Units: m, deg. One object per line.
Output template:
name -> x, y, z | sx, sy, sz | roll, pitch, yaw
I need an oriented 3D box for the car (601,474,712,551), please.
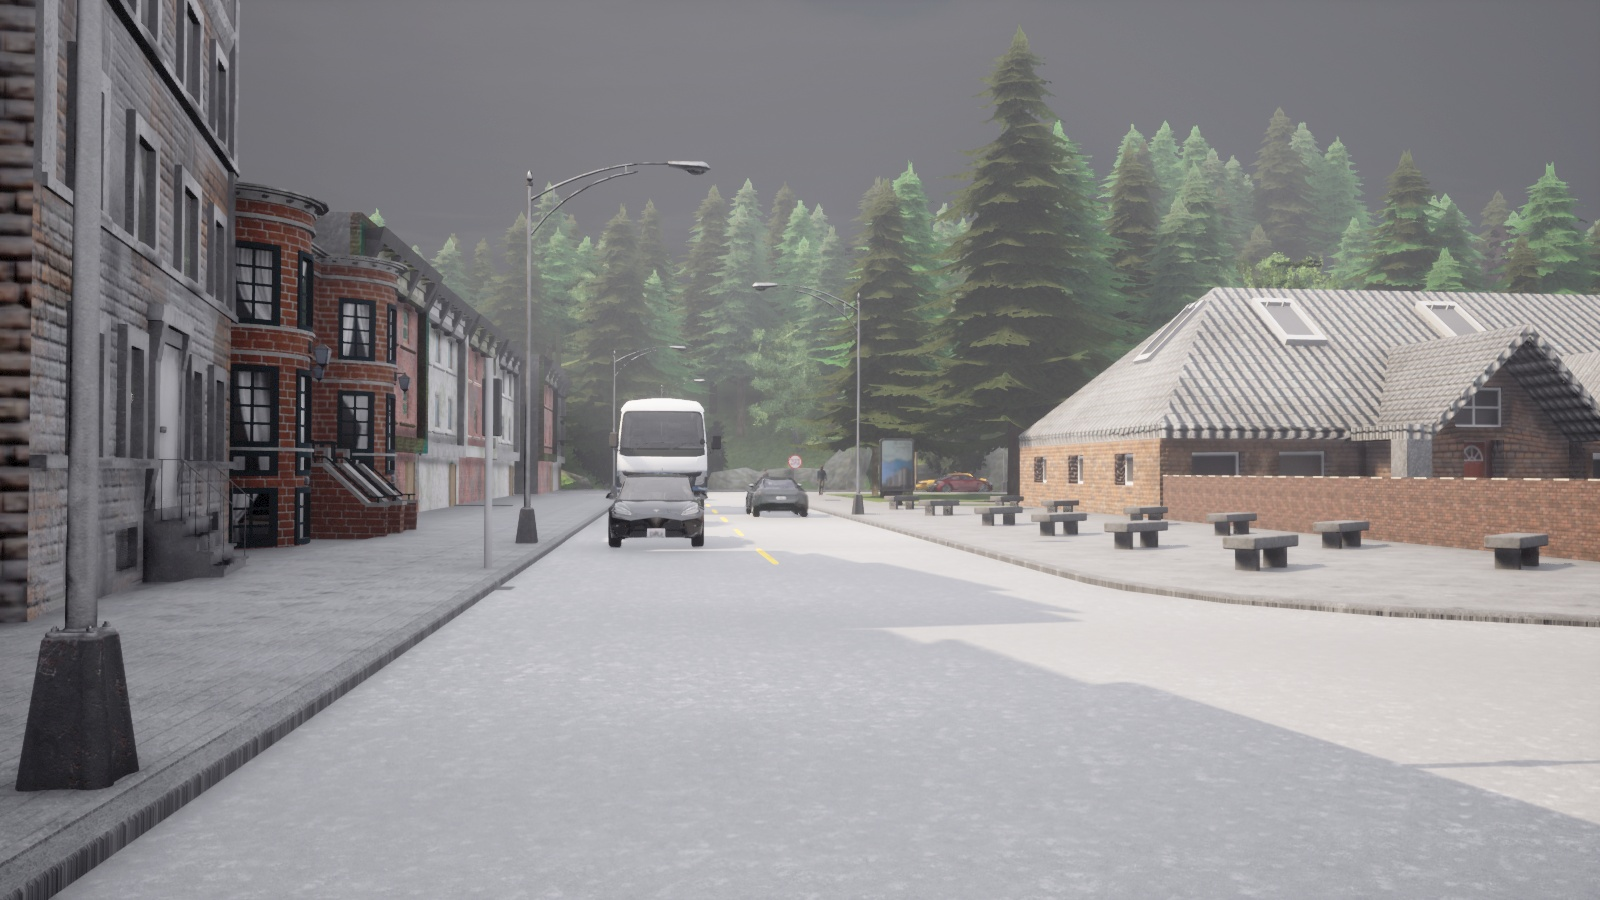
car -> -3.082, 1.282, 27.195 | 2.163, 1.488, 4.792 | 0, -1, -6

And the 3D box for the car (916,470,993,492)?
car -> 11.410, 2.267, 93.084 | 5.366, 1.575, 1.801 | 0, -1, -6

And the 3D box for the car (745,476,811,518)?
car -> -0.835, 1.624, 44.315 | 1.994, 1.385, 4.181 | 0, -1, -6

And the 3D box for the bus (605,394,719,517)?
bus -> -5.334, 0.279, 48.933 | 3.944, 4.253, 10.273 | 0, -1, -6

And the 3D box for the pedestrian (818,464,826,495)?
pedestrian -> 1.312, 1.781, 75.325 | 0.370, 1.835, 0.726 | 0, -1, -6

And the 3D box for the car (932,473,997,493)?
car -> 11.646, 2.324, 89.089 | 4.181, 1.385, 1.994 | 0, -1, -6
